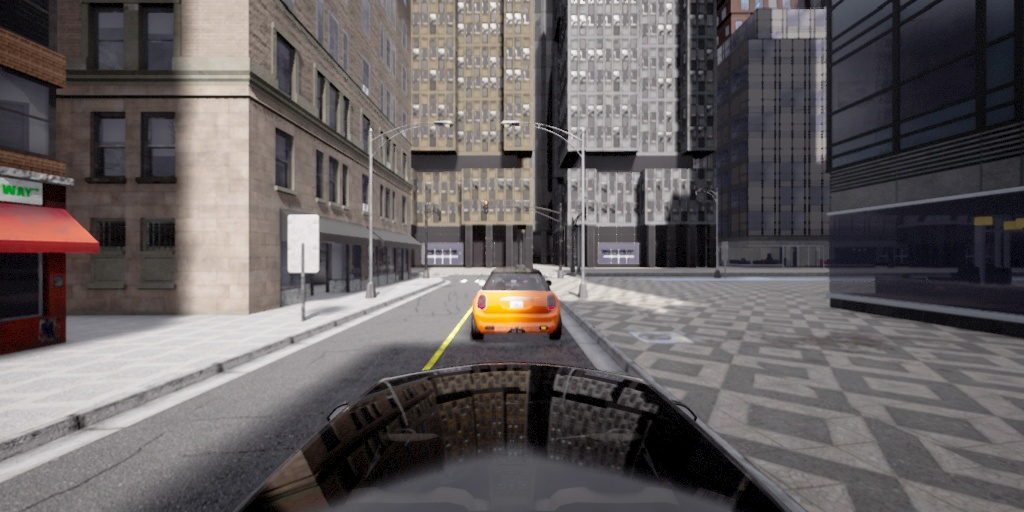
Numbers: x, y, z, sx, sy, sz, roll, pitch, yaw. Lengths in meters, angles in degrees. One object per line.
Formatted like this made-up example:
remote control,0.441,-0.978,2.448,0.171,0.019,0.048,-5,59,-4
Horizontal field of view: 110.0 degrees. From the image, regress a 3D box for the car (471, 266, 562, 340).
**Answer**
car,0.092,1.095,10.103,2.097,1.767,4.553,0,0,0
